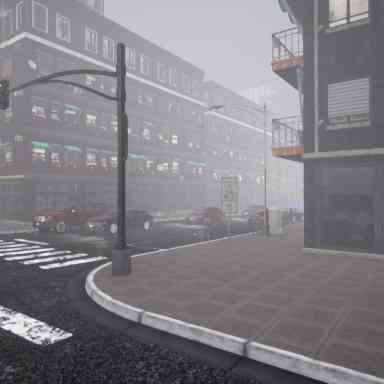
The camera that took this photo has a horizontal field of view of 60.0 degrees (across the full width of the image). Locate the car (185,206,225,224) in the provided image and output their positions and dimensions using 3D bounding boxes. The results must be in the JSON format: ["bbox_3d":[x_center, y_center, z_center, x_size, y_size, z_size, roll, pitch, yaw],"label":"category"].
[{"bbox_3d":[1.322,2.020,29.782,1.812,1.442,4.674,0,-1,35],"label":"car"}]

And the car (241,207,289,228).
[{"bbox_3d":[5.786,2.048,26.153,1.802,1.307,4.206,-2,-2,35],"label":"car"}]

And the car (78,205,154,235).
[{"bbox_3d":[-4.533,1.814,21.479,1.837,1.490,4.892,0,-1,35],"label":"car"}]

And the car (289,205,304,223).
[{"bbox_3d":[9.057,2.121,30.803,2.008,1.369,4.403,-2,-2,35],"label":"car"}]

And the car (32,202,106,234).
[{"bbox_3d":[-7.619,1.604,21.620,2.192,1.841,5.009,-1,-2,35],"label":"car"}]

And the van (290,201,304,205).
[{"bbox_3d":[18.554,2.464,58.802,1.690,1.788,3.998,-2,-2,35],"label":"van"}]

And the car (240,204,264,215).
[{"bbox_3d":[7.297,2.189,38.259,1.837,1.490,4.892,0,-1,36],"label":"car"}]
